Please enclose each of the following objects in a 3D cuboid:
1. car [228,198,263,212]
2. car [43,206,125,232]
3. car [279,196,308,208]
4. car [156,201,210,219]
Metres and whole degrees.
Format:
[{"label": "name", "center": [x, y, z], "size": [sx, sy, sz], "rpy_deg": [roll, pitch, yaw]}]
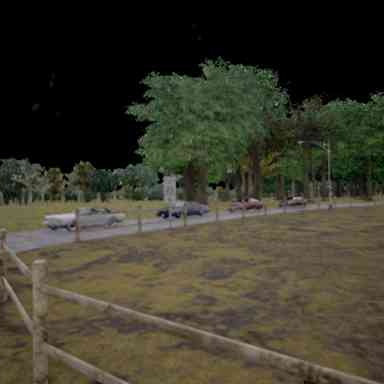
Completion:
[{"label": "car", "center": [5.817, 1.371, 35.643], "size": [1.812, 1.442, 4.674], "rpy_deg": [-2, -1, 43]}, {"label": "car", "center": [-6.466, 1.562, 20.206], "size": [1.895, 1.301, 4.718], "rpy_deg": [-2, -1, 36]}, {"label": "car", "center": [13.056, 1.293, 42.708], "size": [4.674, 1.442, 1.812], "rpy_deg": [-1, -1, -41]}, {"label": "car", "center": [-0.624, 1.459, 28.065], "size": [2.033, 1.411, 5.357], "rpy_deg": [-2, -1, 38]}]
